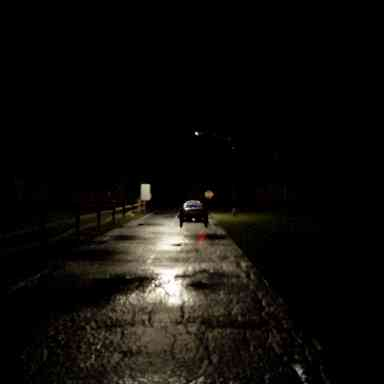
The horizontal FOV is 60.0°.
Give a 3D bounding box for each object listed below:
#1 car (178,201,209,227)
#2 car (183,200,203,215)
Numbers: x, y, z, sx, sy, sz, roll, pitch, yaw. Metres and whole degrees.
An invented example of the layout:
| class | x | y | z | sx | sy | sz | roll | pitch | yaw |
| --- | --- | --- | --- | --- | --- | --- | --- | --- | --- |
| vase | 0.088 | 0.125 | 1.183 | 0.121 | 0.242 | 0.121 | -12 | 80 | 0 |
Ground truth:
| class | x | y | z | sx | sy | sz | roll | pitch | yaw |
| --- | --- | --- | --- | --- | --- | --- | --- | --- | --- |
| car | 0.101 | 1.467 | 22.374 | 2.128 | 1.511 | 4.902 | 0 | 0 | 0 |
| car | 0.111 | 1.565 | 34.567 | 1.895 | 1.301 | 4.718 | 0 | 0 | 0 |
